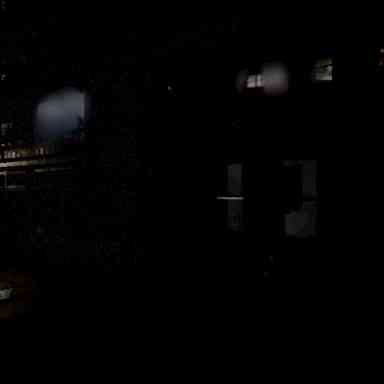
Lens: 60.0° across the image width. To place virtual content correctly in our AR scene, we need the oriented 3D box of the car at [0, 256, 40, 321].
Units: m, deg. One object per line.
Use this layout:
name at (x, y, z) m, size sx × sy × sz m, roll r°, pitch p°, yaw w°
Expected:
car at (-4.807, 1.527, 6.308) m, size 4.829 × 1.417 × 1.752 m, roll 0°, pitch 0°, yaw 36°
